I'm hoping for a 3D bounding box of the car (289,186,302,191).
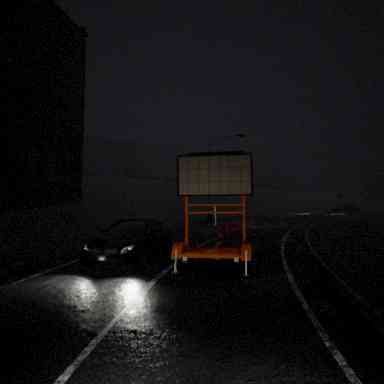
[{"bbox_3d":[23.468,-0.576,79.601,4.892,1.521,2.231,4,-6,-40],"label":"car"}]

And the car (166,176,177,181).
[{"bbox_3d":[-2.934,-2.136,59.420,4.892,1.521,2.231,3,-5,-33],"label":"car"}]

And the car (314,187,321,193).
[{"bbox_3d":[31.781,-0.178,87.168,5.566,2.045,2.435,5,-6,-43],"label":"car"}]

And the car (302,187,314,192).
[{"bbox_3d":[27.668,-0.391,83.356,4.553,1.767,2.185,4,-6,-42],"label":"car"}]

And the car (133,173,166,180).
[{"bbox_3d":[-7.547,-2.347,56.395,4.892,1.521,2.231,2,-5,-33],"label":"car"}]

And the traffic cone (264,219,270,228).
[{"bbox_3d":[5.125,2.159,22.807,0.340,0.580,0.340,-2,-1,17],"label":"traffic cone"}]

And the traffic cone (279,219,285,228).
[{"bbox_3d":[6.081,2.130,22.523,0.340,0.580,0.340,-2,-1,17],"label":"traffic cone"}]

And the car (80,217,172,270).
[{"bbox_3d":[-2.026,1.637,11.689,1.812,1.442,4.674,-1,-1,13],"label":"car"}]

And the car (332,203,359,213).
[{"bbox_3d":[22.550,2.316,48.799,5.008,1.535,1.882,1,-4,-36],"label":"car"}]

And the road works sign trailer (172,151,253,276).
[{"bbox_3d":[0.755,0.525,10.657,2.380,3.560,2.880,-1,-1,12],"label":"road works sign trailer"}]

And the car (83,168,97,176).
[{"bbox_3d":[-16.699,-2.866,50.420,4.553,1.767,2.185,2,-5,-33],"label":"car"}]

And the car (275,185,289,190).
[{"bbox_3d":[19.347,-0.811,76.086,4.674,1.452,2.002,4,-6,-39],"label":"car"}]

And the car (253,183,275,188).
[{"bbox_3d":[15.075,-1.091,72.601,4.792,1.488,2.163,3,-6,-38],"label":"car"}]
